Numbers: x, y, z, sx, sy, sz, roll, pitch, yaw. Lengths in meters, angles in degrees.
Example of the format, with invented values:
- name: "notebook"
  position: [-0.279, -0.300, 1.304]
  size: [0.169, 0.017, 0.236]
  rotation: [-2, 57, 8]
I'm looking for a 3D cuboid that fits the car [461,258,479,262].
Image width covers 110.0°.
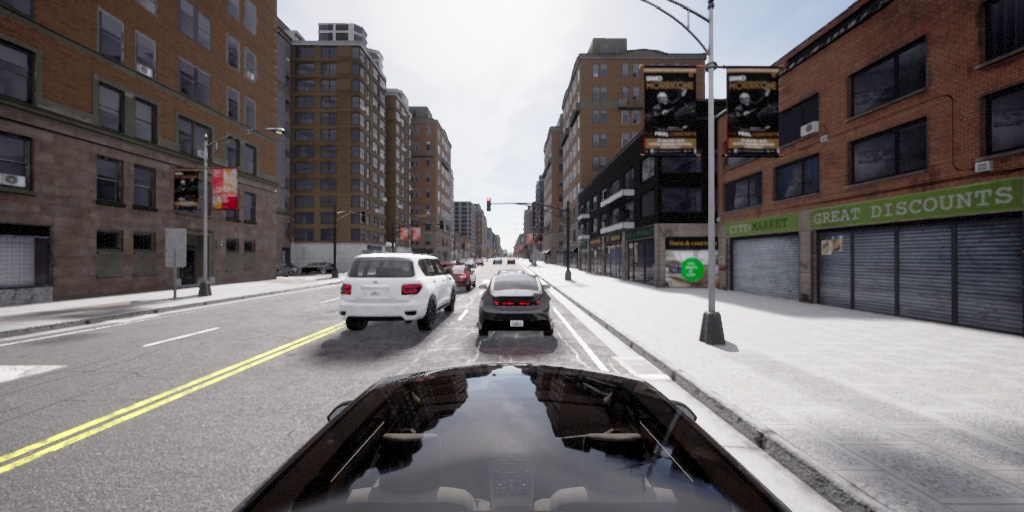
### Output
- name: "car"
  position: [-6.705, 1.309, 55.904]
  size: [1.994, 1.385, 4.181]
  rotation: [0, 0, 0]

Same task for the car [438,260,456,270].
- name: "car"
  position: [-9.958, 1.346, 55.111]
  size: [1.895, 1.301, 4.718]
  rotation: [0, 0, 0]

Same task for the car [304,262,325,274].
- name: "car"
  position: [-22.237, 1.328, 40.721]
  size: [4.313, 1.339, 1.948]
  rotation: [0, 0, 0]

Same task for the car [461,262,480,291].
- name: "car"
  position: [-3.253, 1.269, 21.593]
  size: [1.812, 1.442, 4.674]
  rotation: [0, 0, 0]

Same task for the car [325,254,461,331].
- name: "car"
  position: [-3.174, 0.966, 11.066]
  size: [2.150, 2.045, 5.566]
  rotation: [0, 0, 1]

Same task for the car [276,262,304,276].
- name: "car"
  position: [-23.769, 1.226, 35.243]
  size: [4.902, 1.511, 2.128]
  rotation: [0, 0, 0]

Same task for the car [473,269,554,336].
- name: "car"
  position: [0.083, 1.251, 10.384]
  size: [1.837, 1.490, 4.892]
  rotation: [0, 0, 0]
